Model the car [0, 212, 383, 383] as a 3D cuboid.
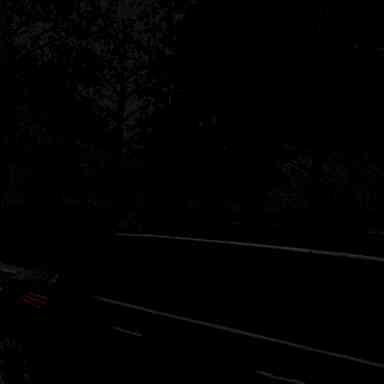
[{"bbox_3d":[0.229,1.225,3.202,5.566,2.045,2.150,0,0,36],"label":"car"}]
